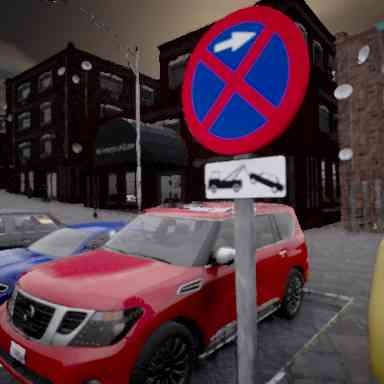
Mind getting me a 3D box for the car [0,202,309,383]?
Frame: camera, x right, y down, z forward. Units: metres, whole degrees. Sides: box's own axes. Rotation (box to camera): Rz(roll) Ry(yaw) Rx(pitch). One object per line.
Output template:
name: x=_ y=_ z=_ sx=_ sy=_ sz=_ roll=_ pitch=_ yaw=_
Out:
car: x=0.055 y=1.223 z=5.377 sx=2.435 sy=2.045 sz=5.566 roll=1 pitch=1 yaw=39
